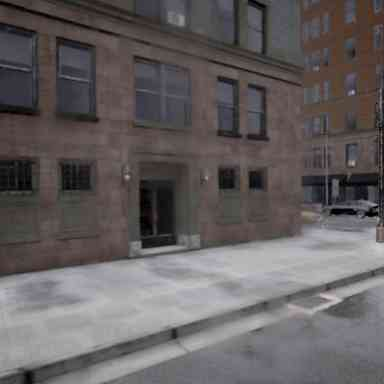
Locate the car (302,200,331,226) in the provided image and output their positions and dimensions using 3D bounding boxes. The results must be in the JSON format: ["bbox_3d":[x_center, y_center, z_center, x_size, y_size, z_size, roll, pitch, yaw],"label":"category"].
[{"bbox_3d":[6.124,1.387,21.594,1.752,1.417,4.829,-1,1,-35],"label":"car"}]

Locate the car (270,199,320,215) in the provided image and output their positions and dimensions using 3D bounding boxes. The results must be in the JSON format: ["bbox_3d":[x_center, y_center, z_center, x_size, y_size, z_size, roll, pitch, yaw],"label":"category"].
[{"bbox_3d":[9.439,1.333,30.785,1.802,1.307,4.206,-1,1,-35],"label":"car"}]

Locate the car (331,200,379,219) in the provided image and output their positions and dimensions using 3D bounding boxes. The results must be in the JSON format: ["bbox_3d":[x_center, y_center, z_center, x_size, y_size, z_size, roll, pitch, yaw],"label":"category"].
[{"bbox_3d":[12.573,1.313,26.372,1.947,1.339,4.313,-1,1,-35],"label":"car"}]
